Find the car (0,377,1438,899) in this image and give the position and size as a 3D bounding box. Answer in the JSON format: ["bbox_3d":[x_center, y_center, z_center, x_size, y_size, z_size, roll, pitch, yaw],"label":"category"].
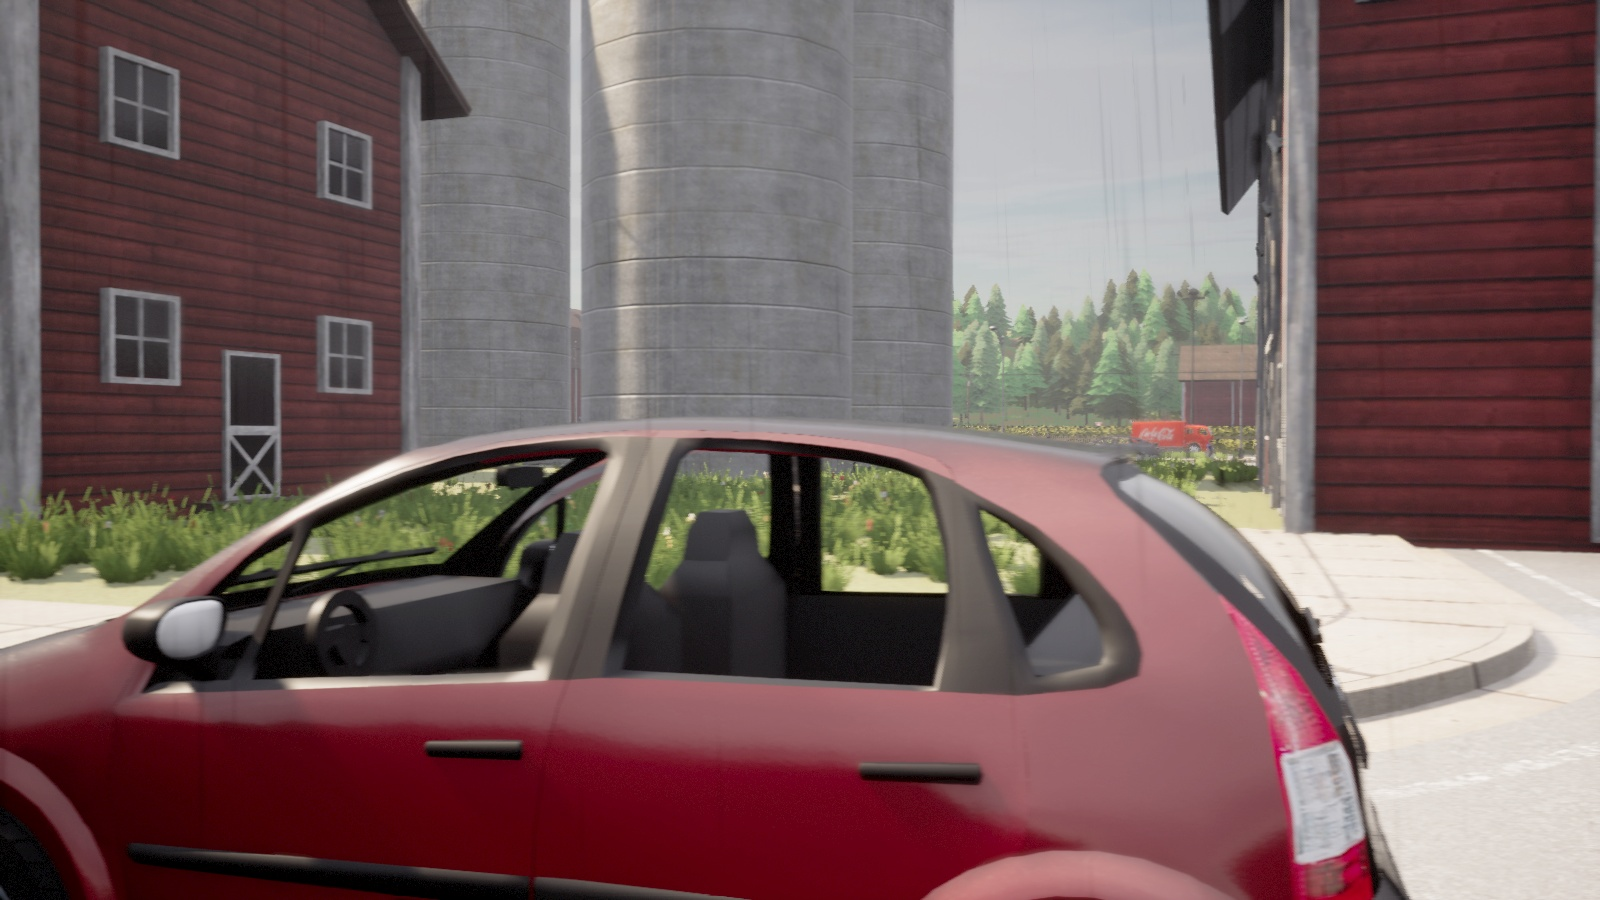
[{"bbox_3d":[-0.640,0.672,3.408,3.988,1.617,1.851,1,1,19],"label":"car"}]

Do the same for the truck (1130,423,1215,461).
[{"bbox_3d":[25.209,-0.540,84.872,5.204,2.467,2.627,1,1,23],"label":"truck"}]

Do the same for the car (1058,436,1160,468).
[{"bbox_3d":[15.830,0.090,64.245,4.902,1.511,2.128,1,1,19],"label":"car"}]
